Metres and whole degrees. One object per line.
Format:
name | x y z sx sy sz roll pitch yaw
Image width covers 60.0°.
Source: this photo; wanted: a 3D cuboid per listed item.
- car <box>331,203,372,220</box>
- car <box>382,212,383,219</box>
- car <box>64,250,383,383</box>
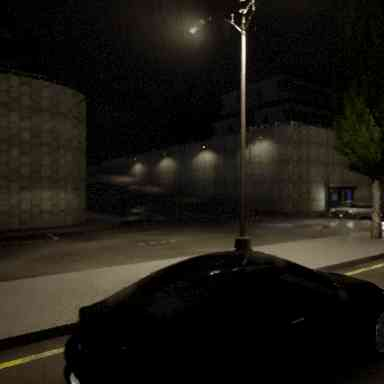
car | 13.751 1.579 27.924 4.718 1.301 1.895 0 0 -35
car | 16.872 1.525 25.851 5.357 1.411 2.033 0 0 -35
car | 0.823 1.523 4.334 4.674 1.442 1.812 0 0 -35
